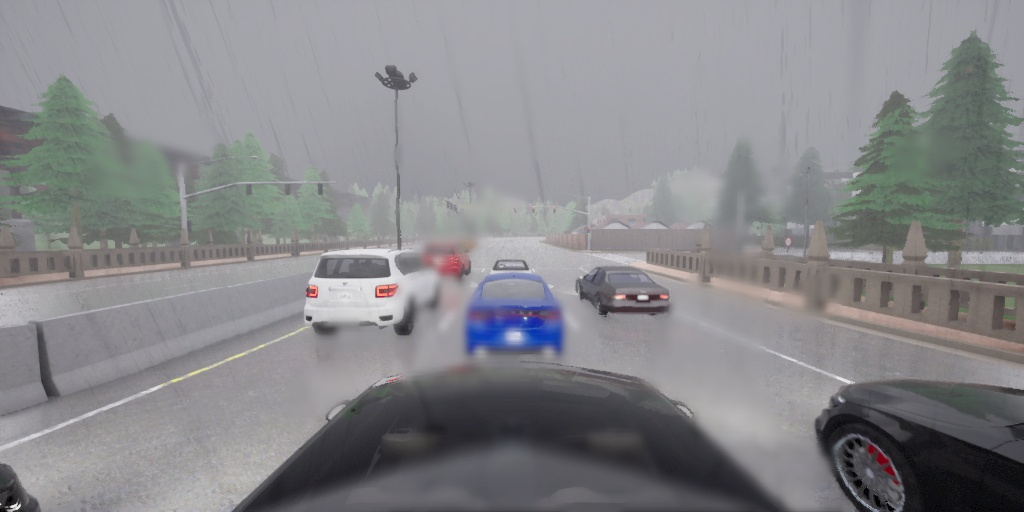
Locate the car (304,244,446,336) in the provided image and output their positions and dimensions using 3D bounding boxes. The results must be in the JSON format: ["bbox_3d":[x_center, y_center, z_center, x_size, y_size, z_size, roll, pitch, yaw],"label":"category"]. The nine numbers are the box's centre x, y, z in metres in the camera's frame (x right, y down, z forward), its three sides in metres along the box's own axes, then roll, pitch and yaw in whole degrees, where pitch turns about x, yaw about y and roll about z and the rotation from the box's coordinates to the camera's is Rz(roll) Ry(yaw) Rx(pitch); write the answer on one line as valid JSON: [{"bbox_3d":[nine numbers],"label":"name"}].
[{"bbox_3d":[-3.480,0.803,10.055,2.150,2.045,5.566,0,2,-1],"label":"car"}]

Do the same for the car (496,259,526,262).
[{"bbox_3d":[-0.064,0.796,17.472,1.895,1.301,4.718,0,3,-1],"label":"car"}]

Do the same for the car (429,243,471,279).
[{"bbox_3d":[-3.593,0.259,20.044,2.150,2.045,5.566,0,4,-1],"label":"car"}]

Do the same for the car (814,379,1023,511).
[{"bbox_3d":[3.602,1.276,1.183,1.812,1.442,4.674,0,0,-1],"label":"car"}]

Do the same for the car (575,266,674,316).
[{"bbox_3d":[3.492,1.044,12.160,2.033,1.411,5.357,0,3,-1],"label":"car"}]

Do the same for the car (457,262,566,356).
[{"bbox_3d":[0.035,1.115,8.422,1.882,1.535,5.008,0,2,0],"label":"car"}]
